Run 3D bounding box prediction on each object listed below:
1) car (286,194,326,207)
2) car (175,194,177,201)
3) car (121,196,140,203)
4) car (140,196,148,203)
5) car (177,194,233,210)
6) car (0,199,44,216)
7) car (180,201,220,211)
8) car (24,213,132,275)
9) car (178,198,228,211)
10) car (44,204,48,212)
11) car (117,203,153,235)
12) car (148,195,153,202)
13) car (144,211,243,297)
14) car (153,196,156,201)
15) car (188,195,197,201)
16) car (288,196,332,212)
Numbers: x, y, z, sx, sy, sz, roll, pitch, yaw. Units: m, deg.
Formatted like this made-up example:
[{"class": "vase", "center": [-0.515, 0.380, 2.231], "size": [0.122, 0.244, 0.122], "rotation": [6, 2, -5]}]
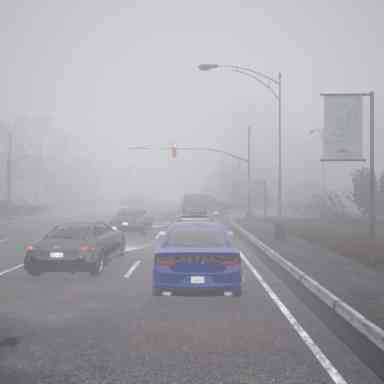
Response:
[{"class": "car", "center": [14.791, 1.221, 41.826], "size": [5.566, 2.045, 2.150], "rotation": [0, 0, 2]}, {"class": "car", "center": [-3.359, 1.349, 86.007], "size": [2.097, 1.767, 4.553], "rotation": [0, 0, 0]}, {"class": "car", "center": [-10.495, 1.491, 55.476], "size": [2.128, 1.511, 4.902], "rotation": [0, 0, 0]}, {"class": "car", "center": [-10.420, 1.564, 64.827], "size": [1.994, 1.385, 4.181], "rotation": [0, 0, 2]}, {"class": "car", "center": [1.513, 1.221, 35.368], "size": [5.566, 2.045, 2.150], "rotation": [0, 0, 3]}, {"class": "car", "center": [-17.615, 1.478, 32.622], "size": [5.008, 1.535, 1.882], "rotation": [0, 0, 8]}, {"class": "car", "center": [0.129, 1.491, 18.148], "size": [2.128, 1.511, 4.902], "rotation": [0, 0, 0]}, {"class": "car", "center": [-3.393, 1.564, 10.423], "size": [1.994, 1.385, 4.181], "rotation": [0, 0, 1]}, {"class": "car", "center": [1.047, 1.564, 31.886], "size": [4.181, 1.385, 1.994], "rotation": [0, 0, 3]}, {"class": "car", "center": [-18.221, 1.526, 36.516], "size": [4.674, 1.442, 1.812], "rotation": [0, 0, 3]}, {"class": "car", "center": [-3.370, 1.564, 18.806], "size": [1.994, 1.385, 4.181], "rotation": [0, 0, 0]}, {"class": "car", "center": [-10.378, 1.524, 74.431], "size": [1.812, 1.442, 4.674], "rotation": [0, 0, 0]}, {"class": "car", "center": [0.113, 1.478, 8.649], "size": [1.882, 1.535, 5.008], "rotation": [0, 0, 0]}, {"class": "car", "center": [-10.361, 1.549, 84.458], "size": [1.994, 1.385, 4.181], "rotation": [0, 0, 0]}, {"class": "car", "center": [0.141, 1.533, 85.615], "size": [2.033, 1.411, 5.357], "rotation": [0, 0, 0]}, {"class": "car", "center": [14.077, 1.478, 38.341], "size": [5.008, 1.535, 1.882], "rotation": [0, 0, 3]}]
